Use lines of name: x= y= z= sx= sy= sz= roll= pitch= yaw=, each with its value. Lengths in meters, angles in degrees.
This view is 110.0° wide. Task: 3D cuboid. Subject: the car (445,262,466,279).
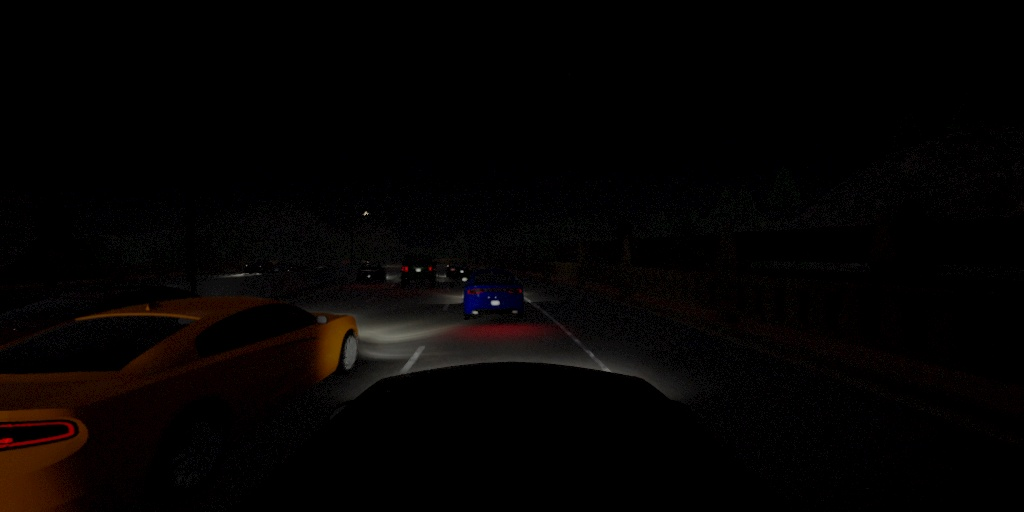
car: x=-4.713 y=1.255 z=31.709 sx=1.994 sy=1.385 sz=4.181 roll=0 pitch=0 yaw=-16

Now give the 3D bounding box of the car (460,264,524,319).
car: x=-0.758 y=1.201 z=12.848 sx=1.882 sy=1.535 sz=5.008 roll=0 pitch=0 yaw=-6

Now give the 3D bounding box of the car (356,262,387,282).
car: x=-10.875 y=1.232 z=27.945 sx=2.128 sy=1.511 sz=4.902 roll=0 pitch=0 yaw=-16

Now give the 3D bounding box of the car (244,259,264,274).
car: x=-31.099 y=1.194 z=44.106 sx=2.097 sy=1.767 sz=4.553 roll=0 pitch=0 yaw=-19

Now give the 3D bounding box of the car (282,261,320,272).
car: x=-20.761 y=1.391 z=35.506 sx=1.895 sy=1.301 sz=4.718 roll=0 pitch=0 yaw=-19

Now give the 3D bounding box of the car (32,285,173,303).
car: x=-7.232 y=1.291 z=6.954 sx=1.812 sy=1.442 sz=4.674 roll=0 pitch=0 yaw=-3

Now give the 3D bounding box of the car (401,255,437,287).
car: x=-6.257 y=0.943 z=24.229 sx=2.150 sy=2.045 sz=5.566 roll=0 pitch=0 yaw=-13

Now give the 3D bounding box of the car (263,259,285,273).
car: x=-26.549 y=1.307 z=41.613 sx=2.128 sy=1.511 sz=4.902 roll=0 pitch=0 yaw=-19

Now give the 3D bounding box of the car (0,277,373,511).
car: x=-3.623 y=1.234 z=4.431 sx=1.882 sy=1.535 sz=5.008 roll=0 pitch=0 yaw=-2
